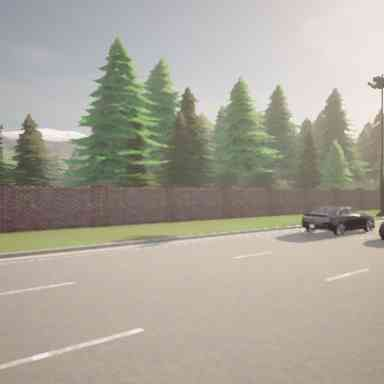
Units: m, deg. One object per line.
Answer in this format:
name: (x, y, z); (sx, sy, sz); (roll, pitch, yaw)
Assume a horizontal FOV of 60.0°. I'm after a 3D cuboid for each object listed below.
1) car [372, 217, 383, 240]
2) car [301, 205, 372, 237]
car: (10.614, 1.559, 15.614); (4.181, 1.385, 1.994); (0, 0, -35)
car: (7.978, 1.487, 18.032); (4.902, 1.511, 2.128); (0, 0, -35)
